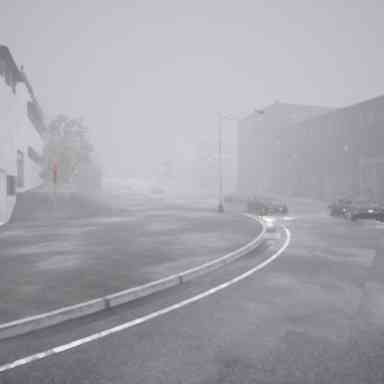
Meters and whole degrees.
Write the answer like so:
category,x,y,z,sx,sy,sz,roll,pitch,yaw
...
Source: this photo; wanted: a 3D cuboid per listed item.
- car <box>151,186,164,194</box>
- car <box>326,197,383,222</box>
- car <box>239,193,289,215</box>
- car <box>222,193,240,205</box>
category,x,y,z,sx,sy,sz,roll,pitch,yaw
car,-6.899,-0.440,65.510,1.882,1.535,5.008,-1,4,-18
car,10.127,1.029,20.903,1.994,1.385,4.181,0,1,-1
car,5.646,0.927,25.709,1.837,1.490,4.892,0,1,-14
car,5.198,0.777,39.987,1.994,1.385,4.181,-1,1,-18
